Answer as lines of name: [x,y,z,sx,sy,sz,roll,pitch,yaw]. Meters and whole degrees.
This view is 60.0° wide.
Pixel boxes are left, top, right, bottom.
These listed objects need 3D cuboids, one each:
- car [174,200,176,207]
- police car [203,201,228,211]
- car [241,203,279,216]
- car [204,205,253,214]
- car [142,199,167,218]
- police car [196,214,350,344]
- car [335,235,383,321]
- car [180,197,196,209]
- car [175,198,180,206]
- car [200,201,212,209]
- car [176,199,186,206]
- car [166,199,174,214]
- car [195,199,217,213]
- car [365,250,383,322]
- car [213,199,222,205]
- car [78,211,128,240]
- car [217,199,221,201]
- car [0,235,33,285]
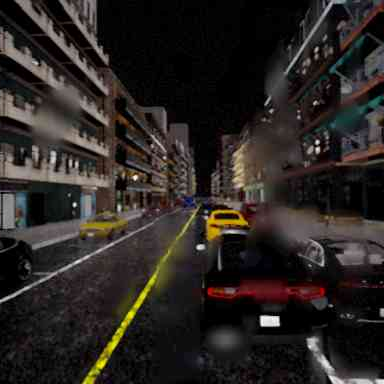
car: [-3.682,2.152,46.971,1.802,1.307,4.206,0,-1,2]
police car: [1.919,1.674,22.871,1.930,1.638,5.238,-1,-1,2]
car: [3.531,1.500,18.469,2.192,1.841,5.009,0,-1,2]
car: [1.668,1.659,16.766,1.882,1.535,5.008,-1,-1,2]
car: [-4.146,1.886,35.710,1.967,1.590,4.097,0,-1,2]
police car: [1.123,1.496,6.897,1.930,1.638,5.238,-1,-1,3]
car: [3.068,1.610,7.204,2.008,1.369,4.403,0,-1,2]
car: [-0.431,1.914,60.317,2.150,2.045,5.566,-1,-1,3]
car: [-2.754,2.130,69.499,2.192,1.841,5.009,0,-1,2]
car: [2.438,2.198,57.317,1.994,1.385,4.181,-1,-1,2]
car: [-2.522,2.316,75.128,1.967,1.590,4.097,0,-1,2]
car: [-3.914,1.823,41.343,2.192,1.841,5.009,0,-1,2]
car: [1.905,1.981,43.987,2.128,1.511,4.902,-1,-1,3]
car: [2.835,1.436,1.575,1.967,1.590,4.097,0,-1,2]
car: [6.084,2.406,80.411,1.887,1.381,4.507,0,-1,2]
car: [-4.849,1.783,18.644,1.752,1.417,4.829,0,-1,2]
car: [5.627,2.267,69.318,1.752,1.417,4.829,0,-1,2]
car: [-5.306,1.700,7.551,1.947,1.339,4.313,0,-1,2]
